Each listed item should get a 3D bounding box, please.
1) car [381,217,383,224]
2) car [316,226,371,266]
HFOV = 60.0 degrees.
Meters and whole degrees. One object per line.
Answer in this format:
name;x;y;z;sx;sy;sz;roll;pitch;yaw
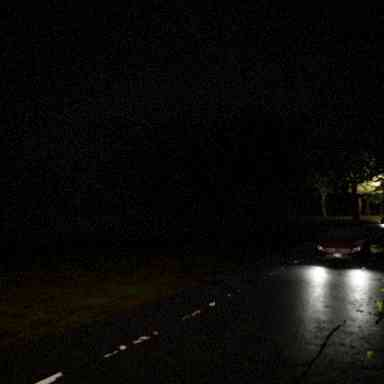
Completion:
car;30.485;4.240;51.320;1.994;1.385;4.181;-3;-4;38
car;6.878;2.300;14.945;1.812;1.442;4.674;-3;-4;32
